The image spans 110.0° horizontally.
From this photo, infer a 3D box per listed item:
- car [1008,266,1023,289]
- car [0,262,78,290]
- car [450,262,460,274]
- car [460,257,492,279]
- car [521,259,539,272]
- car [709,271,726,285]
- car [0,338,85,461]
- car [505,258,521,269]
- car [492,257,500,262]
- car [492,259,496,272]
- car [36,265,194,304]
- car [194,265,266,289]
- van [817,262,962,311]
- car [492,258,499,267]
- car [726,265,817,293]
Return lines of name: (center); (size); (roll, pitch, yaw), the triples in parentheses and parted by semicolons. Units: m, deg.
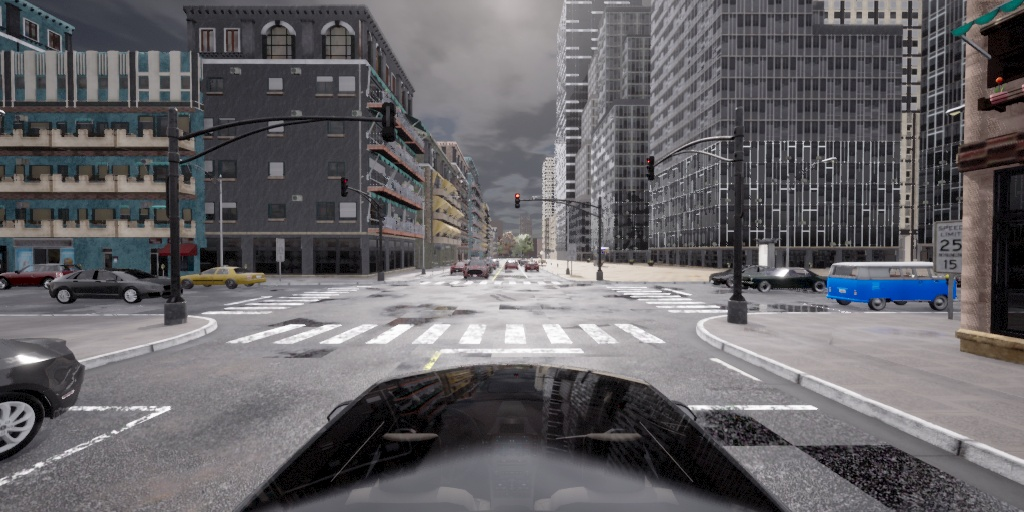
car: (26.458, 1.214, 19.745); (5.357, 1.411, 2.033); (0, 1, 0)
car: (-28.842, 1.189, 22.082); (4.097, 1.591, 1.967); (0, 0, 0)
car: (-5.810, 1.289, 40.256); (1.888, 1.381, 4.507); (0, 0, 0)
car: (-3.171, 1.097, 32.539); (2.097, 1.767, 4.553); (0, 0, -1)
car: (2.519, 1.289, 45.988); (1.888, 1.381, 4.507); (0, 0, 0)
car: (14.613, 1.215, 22.290); (4.313, 1.339, 1.948); (0, 0, 0)
car: (-5.690, 1.300, 2.190); (2.007, 1.370, 4.403); (0, 0, 0)
car: (-0.072, 1.309, 56.934); (1.994, 1.385, 4.181); (0, 0, 0)
car: (-3.242, 1.239, 63.483); (2.128, 1.511, 4.902); (0, 0, 0)
car: (-3.221, 1.345, 41.568); (1.895, 1.301, 4.718); (0, 0, 0)
car: (-17.901, 1.314, 16.331); (4.892, 1.490, 1.837); (0, 1, 0)
car: (-17.945, 1.247, 22.134); (4.829, 1.417, 1.751); (0, 0, 0)
van: (14.653, 1.117, 13.910); (3.998, 1.789, 1.690); (0, 0, 0)
car: (-3.249, 1.345, 51.632); (1.895, 1.301, 4.718); (0, 0, 0)
car: (14.801, 1.289, 19.692); (4.718, 1.301, 1.895); (0, 1, 0)
